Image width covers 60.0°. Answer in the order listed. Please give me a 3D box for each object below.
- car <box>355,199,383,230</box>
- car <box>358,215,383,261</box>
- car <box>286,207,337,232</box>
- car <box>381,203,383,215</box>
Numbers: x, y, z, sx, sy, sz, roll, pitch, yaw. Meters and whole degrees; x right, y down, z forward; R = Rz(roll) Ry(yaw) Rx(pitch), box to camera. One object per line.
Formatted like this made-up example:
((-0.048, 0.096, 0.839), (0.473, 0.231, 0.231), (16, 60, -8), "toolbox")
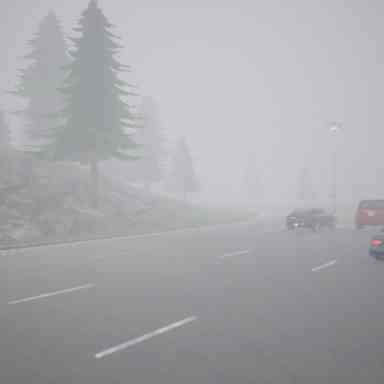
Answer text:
((12.683, 1.478, 22.148), (2.150, 2.045, 5.566), (-1, -1, 43), "car")
((8.041, 1.682, 12.050), (2.033, 1.411, 5.357), (-1, -1, 43), "car")
((8.112, 1.792, 22.379), (1.837, 1.490, 4.892), (-1, -1, 43), "car")
((24.494, 1.995, 39.905), (2.033, 1.411, 5.357), (-1, -1, 43), "car")
